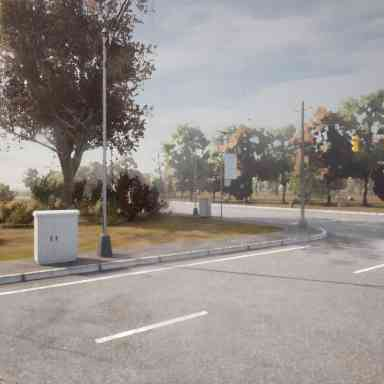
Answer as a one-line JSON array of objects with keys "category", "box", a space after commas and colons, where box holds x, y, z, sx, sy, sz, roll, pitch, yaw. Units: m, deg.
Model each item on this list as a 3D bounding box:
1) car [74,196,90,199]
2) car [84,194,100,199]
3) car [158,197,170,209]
[{"category": "car", "box": [-28.461, 1.007, 84.889, 4.553, 1.767, 2.097, 1, 0, 41]}, {"category": "car", "box": [-26.301, 1.253, 87.664, 4.718, 1.301, 1.895, 1, 0, 41]}, {"category": "car", "box": [-4.758, 1.456, 44.364, 2.128, 1.511, 4.902, 0, 0, -33]}]
